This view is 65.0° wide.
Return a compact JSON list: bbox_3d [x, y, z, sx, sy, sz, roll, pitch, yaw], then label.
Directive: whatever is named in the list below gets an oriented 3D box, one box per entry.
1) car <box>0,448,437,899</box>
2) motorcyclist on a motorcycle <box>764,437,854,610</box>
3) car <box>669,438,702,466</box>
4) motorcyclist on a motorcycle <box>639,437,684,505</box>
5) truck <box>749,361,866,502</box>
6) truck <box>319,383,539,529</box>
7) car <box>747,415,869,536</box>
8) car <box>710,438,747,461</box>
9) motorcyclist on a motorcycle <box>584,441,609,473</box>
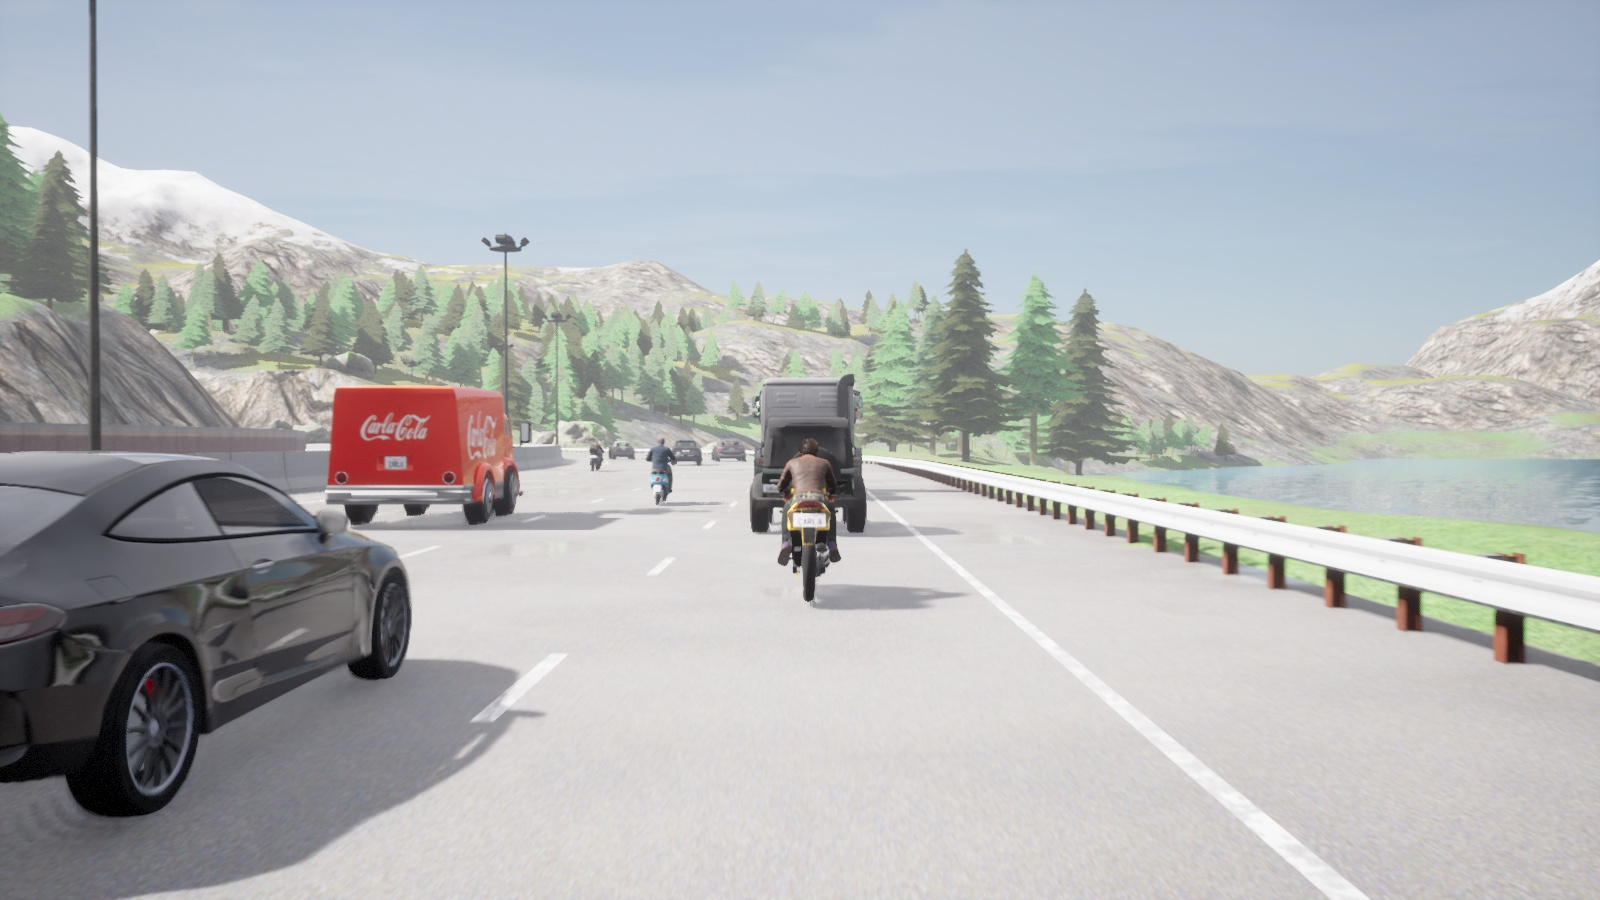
[{"bbox_3d":[-3.448,0.724,6.411,1.812,1.442,4.674,0,0,0],"label":"car"},{"bbox_3d":[0.084,0.642,12.102,0.797,1.523,2.044,0,0,0],"label":"motorcyclist on a motorcycle"},{"bbox_3d":[-7.169,0.110,78.891,2.033,1.649,4.856,0,0,-5],"label":"car"},{"bbox_3d":[-3.315,0.483,30.125,0.866,1.590,1.817,0,0,0],"label":"motorcyclist on a motorcycle"},{"bbox_3d":[0.212,-0.483,34.900,2.891,3.462,7.936,0,0,0],"label":"truck"},{"bbox_3d":[-6.849,0.084,23.950,2.627,2.467,5.204,0,0,0],"label":"truck"},{"bbox_3d":[0.137,0.390,21.481,1.905,1.878,3.866,0,0,0],"label":"car"},{"bbox_3d":[-5.298,-0.069,92.244,2.242,1.667,4.611,0,0,-10],"label":"car"},{"bbox_3d":[-10.132,0.329,62.540,0.866,1.530,2.191,0,0,0],"label":"motorcyclist on a motorcycle"}]
